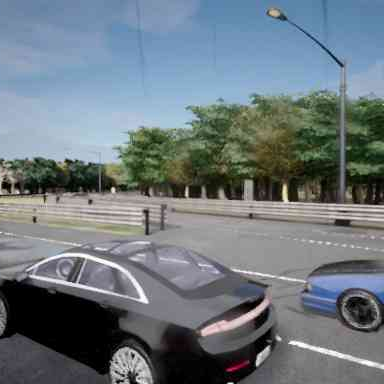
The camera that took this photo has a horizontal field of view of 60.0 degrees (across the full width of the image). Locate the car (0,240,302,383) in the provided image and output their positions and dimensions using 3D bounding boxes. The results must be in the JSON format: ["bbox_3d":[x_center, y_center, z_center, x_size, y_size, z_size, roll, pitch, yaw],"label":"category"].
[{"bbox_3d":[-1.219,1.478,4.892,4.902,1.511,2.128,0,0,36],"label":"car"}]

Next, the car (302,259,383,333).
[{"bbox_3d":[4.542,1.552,5.057,5.357,1.411,2.033,0,0,36],"label":"car"}]
